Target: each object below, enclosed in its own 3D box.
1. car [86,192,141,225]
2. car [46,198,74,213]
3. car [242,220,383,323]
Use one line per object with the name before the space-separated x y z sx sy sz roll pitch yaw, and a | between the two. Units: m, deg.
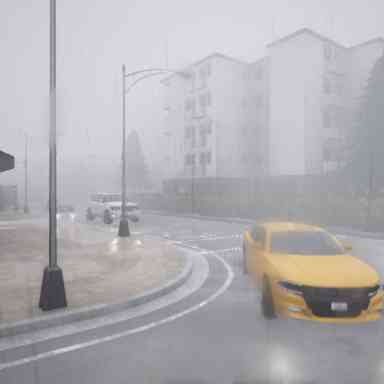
car | -5.604 1.046 23.132 2.150 2.045 5.566 0 0 -37
car | -13.442 1.350 33.700 1.812 1.442 4.674 0 0 -36
car | 2.304 1.463 7.533 1.882 1.535 5.008 1 0 2
